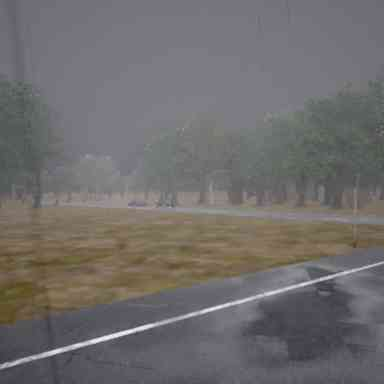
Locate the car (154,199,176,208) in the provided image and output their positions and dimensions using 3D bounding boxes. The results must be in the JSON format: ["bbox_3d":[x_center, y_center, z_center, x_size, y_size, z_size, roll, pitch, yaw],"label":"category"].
[{"bbox_3d":[-4.504,1.917,55.340,1.837,1.490,4.892,2,-2,-34],"label":"car"}]

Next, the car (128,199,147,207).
[{"bbox_3d":[-10.480,2.130,63.990,2.033,1.411,5.357,2,-2,-34],"label":"car"}]
